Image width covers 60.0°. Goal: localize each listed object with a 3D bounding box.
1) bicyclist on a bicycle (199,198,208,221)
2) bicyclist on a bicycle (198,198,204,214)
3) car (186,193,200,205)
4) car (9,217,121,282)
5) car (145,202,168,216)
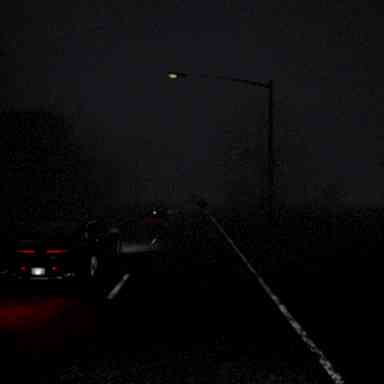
[{"bbox_3d":[0.969,1.374,26.487,0.659,1.776,1.843,0,0,0],"label":"bicyclist on a bicycle"},{"bbox_3d":[0.970,1.458,35.282,0.582,1.620,1.656,0,0,0],"label":"bicyclist on a bicycle"},{"bbox_3d":[0.104,1.230,57.219,2.150,2.045,5.566,0,0,0],"label":"car"},{"bbox_3d":[-3.400,1.506,9.782,1.837,1.490,4.892,0,0,0],"label":"car"},{"bbox_3d":[-3.398,1.605,32.584,1.895,1.301,4.718,0,0,0],"label":"car"}]
